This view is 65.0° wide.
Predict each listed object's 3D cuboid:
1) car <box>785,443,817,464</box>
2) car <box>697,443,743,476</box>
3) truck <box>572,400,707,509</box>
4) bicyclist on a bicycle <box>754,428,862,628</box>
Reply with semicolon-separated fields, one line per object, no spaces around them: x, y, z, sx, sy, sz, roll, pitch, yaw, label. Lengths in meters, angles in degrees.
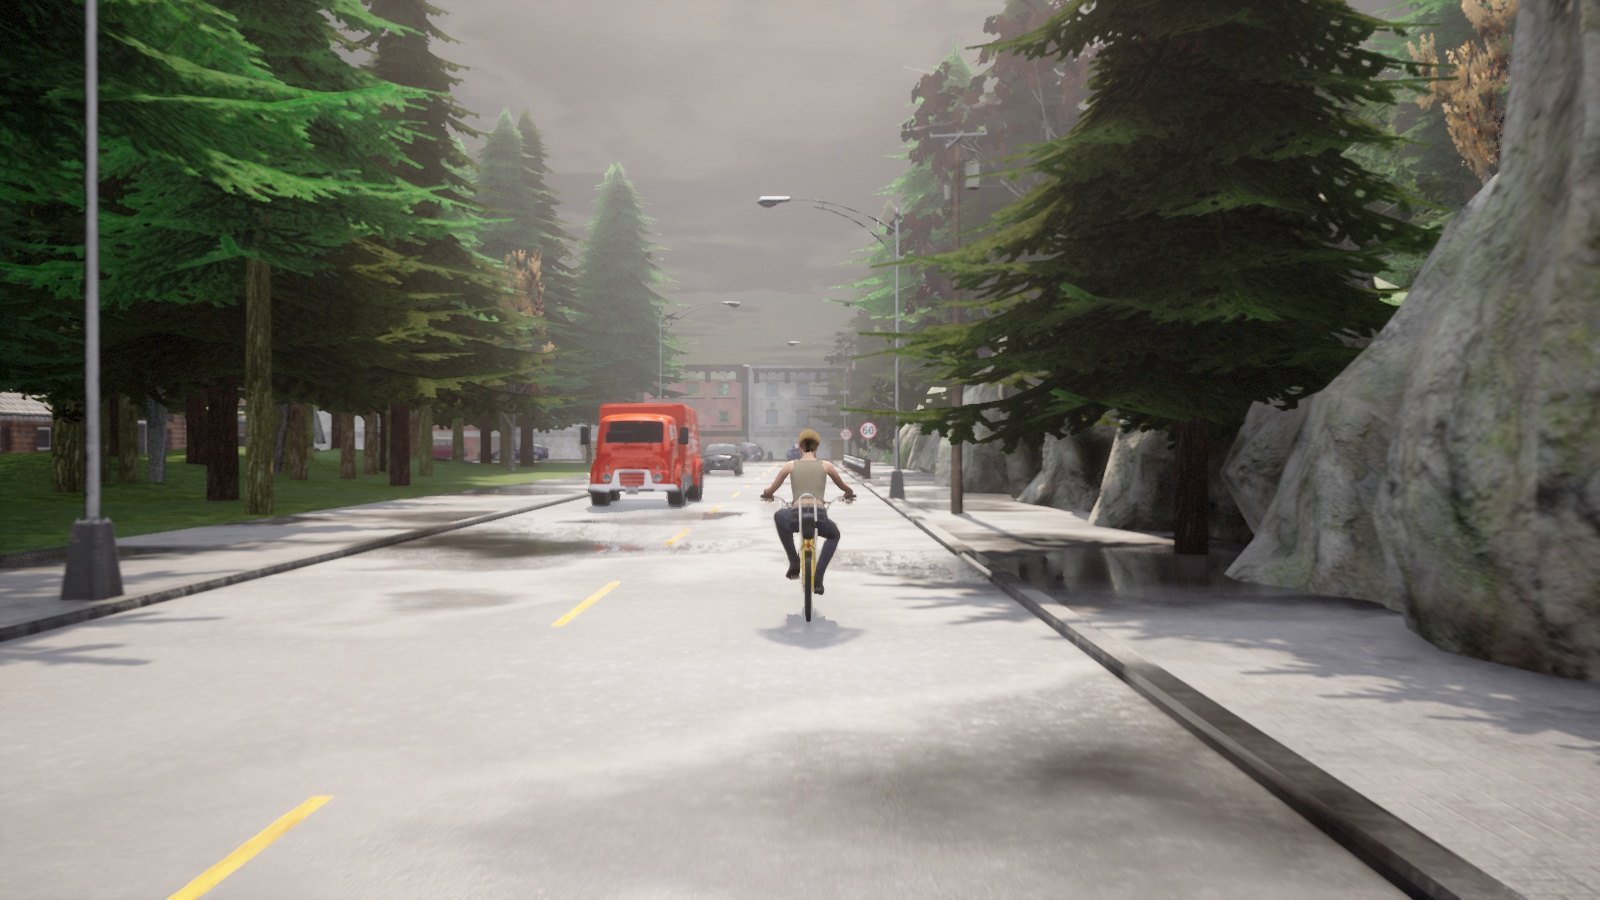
0.059;0.238;93.823;1.882;1.535;5.008;0;0;-6;car
-3.697;0.443;58.981;1.837;1.490;4.892;0;0;0;car
-3.809;0.100;30.831;2.627;2.467;5.204;0;0;0;truck
0.073;0.627;10.893;0.866;1.612;1.509;0;0;1;bicyclist on a bicycle
